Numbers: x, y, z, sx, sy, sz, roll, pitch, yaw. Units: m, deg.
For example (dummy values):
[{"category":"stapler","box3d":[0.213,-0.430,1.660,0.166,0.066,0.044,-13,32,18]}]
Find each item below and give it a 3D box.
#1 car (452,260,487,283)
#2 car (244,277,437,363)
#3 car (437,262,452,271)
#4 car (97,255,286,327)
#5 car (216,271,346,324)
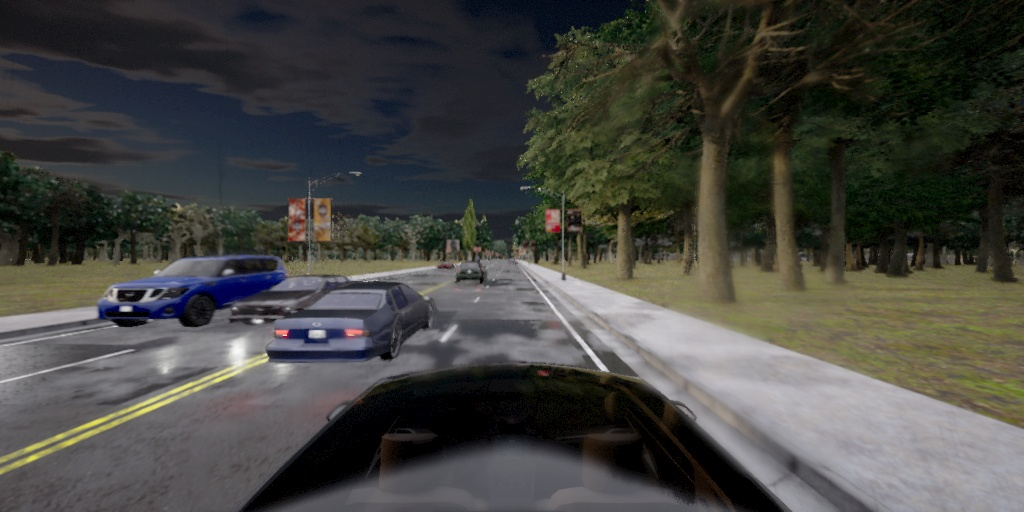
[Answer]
[{"category":"car","box3d":[-3.144,1.166,28.594,2.097,1.767,4.553,0,0,0]},{"category":"car","box3d":[-3.148,1.312,8.312,2.033,1.411,5.357,0,0,0]},{"category":"car","box3d":[-9.804,1.484,53.018,1.895,1.301,4.718,0,0,0]},{"category":"car","box3d":[-9.848,0.993,11.910,2.150,2.045,5.566,0,0,0]},{"category":"car","box3d":[-6.600,1.320,11.979,2.033,1.411,5.357,0,0,0]}]
